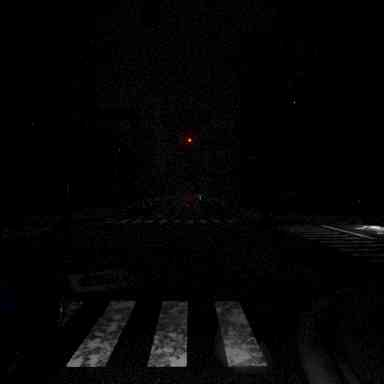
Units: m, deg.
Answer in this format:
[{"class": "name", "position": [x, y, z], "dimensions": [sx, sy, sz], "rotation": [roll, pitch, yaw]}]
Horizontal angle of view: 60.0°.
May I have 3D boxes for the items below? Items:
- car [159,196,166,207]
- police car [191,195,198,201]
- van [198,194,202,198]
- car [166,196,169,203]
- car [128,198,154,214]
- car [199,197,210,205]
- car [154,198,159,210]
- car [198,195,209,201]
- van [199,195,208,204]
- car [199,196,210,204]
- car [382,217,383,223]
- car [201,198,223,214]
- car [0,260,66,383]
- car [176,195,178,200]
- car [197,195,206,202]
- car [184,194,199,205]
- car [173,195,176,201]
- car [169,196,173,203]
[{"class": "car", "position": [-5.651, 1.653, 52.638], "dimensions": [1.802, 1.307, 4.206], "rotation": [0, 0, 0]}, {"class": "police car", "position": [0.621, 1.599, 90.173], "dimensions": [1.930, 1.638, 5.238], "rotation": [0, 0, 0]}, {"class": "van", "position": [2.382, 1.424, 58.136], "dimensions": [1.690, 1.788, 3.998], "rotation": [0, 0, 0]}, {"class": "car", "position": [-5.642, 1.634, 58.148], "dimensions": [2.008, 1.369, 4.403], "rotation": [0, 0, 0]}, {"class": "car", "position": [-5.677, 1.480, 36.106], "dimensions": [1.967, 1.590, 4.097], "rotation": [0, 0, 0]}, {"class": "car", "position": [2.391, 1.647, 63.647], "dimensions": [2.008, 1.369, 4.403], "rotation": [0, 0, 0]}, {"class": "car", "position": [-5.668, 1.490, 41.617], "dimensions": [1.967, 1.590, 4.097], "rotation": [0, 0, 0]}, {"class": "car", "position": [2.374, 1.637, 52.626], "dimensions": [1.947, 1.339, 4.313], "rotation": [0, 0, 0]}, {"class": "van", "position": [2.400, 1.453, 69.158], "dimensions": [1.690, 1.788, 3.998], "rotation": [0, 0, 0]}, {"class": "car", "position": [2.365, 1.641, 47.115], "dimensions": [1.802, 1.307, 4.206], "rotation": [0, 0, 0]}, {"class": "car", "position": [14.199, 1.511, 20.610], "dimensions": [4.181, 1.385, 1.994], "rotation": [0, 0, 0]}, {"class": "car", "position": [2.348, 1.606, 36.092], "dimensions": [1.947, 1.339, 4.313], "rotation": [0, 0, 0]}, {"class": "car", "position": [-2.884, 1.563, 3.847], "dimensions": [1.994, 1.385, 4.181], "rotation": [0, 0, -7]}, {"class": "car", "position": [-5.590, 1.721, 91.213], "dimensions": [1.887, 1.381, 4.507], "rotation": [0, 0, 0]}, {"class": "car", "position": [2.426, 1.600, 85.690], "dimensions": [1.967, 1.590, 4.097], "rotation": [0, 0, 0]}, {"class": "car", "position": [-0.147, 1.574, 63.347], "dimensions": [1.882, 1.535, 5.008], "rotation": [0, 0, 0]}, {"class": "car", "position": [-5.608, 1.694, 80.191], "dimensions": [2.008, 1.369, 4.403], "rotation": [0, 0, 0]}, {"class": "car", "position": [-5.625, 1.552, 69.170], "dimensions": [1.967, 1.590, 4.097], "rotation": [0, 0, 0]}]
